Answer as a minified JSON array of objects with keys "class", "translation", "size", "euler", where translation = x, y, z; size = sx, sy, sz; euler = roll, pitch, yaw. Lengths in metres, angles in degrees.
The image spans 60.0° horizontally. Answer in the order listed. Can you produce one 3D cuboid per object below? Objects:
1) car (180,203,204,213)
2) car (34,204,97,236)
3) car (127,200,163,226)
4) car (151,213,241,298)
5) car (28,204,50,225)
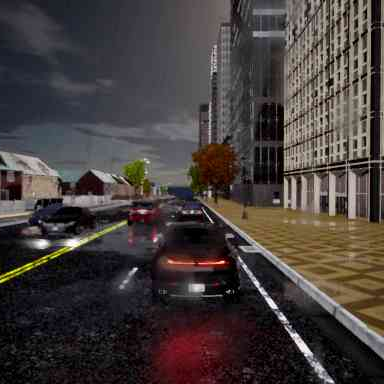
[{"class":"car","translation":[-0.006,1.568,27.071],"size":[2.033,1.411,5.357],"euler":[0,0,0]},{"class":"car","translation":[-6.682,1.534,18.563],"size":[1.812,1.442,4.674],"euler":[0,0,0]},{"class":"car","translation":[-3.242,1.368,23.863],"size":[2.097,1.767,4.553],"euler":[0,0,0]},{"class":"car","translation":[0.070,1.506,8.494],"size":[1.837,1.490,4.892],"euler":[0,0,0]},{"class":"car","translation":[-9.944,1.564,24.481],"size":[2.033,1.411,5.357],"euler":[0,0,0]}]
